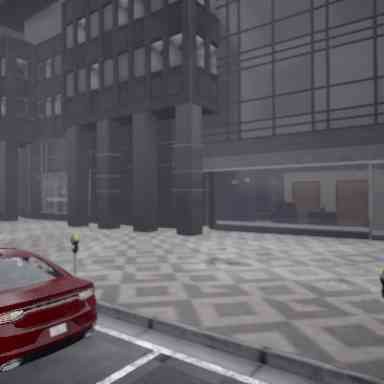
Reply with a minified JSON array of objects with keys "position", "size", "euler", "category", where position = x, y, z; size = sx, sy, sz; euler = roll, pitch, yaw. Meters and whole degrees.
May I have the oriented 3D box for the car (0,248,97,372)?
[{"position":[-3.483,1.604,5.445],"size":[4.507,1.381,1.887],"euler":[-1,0,35],"category":"car"}]
